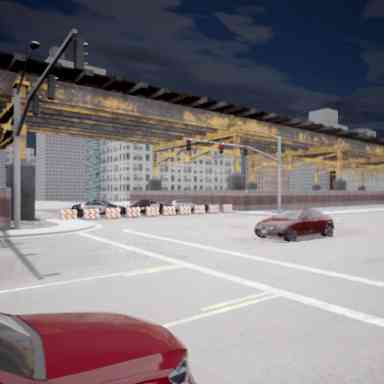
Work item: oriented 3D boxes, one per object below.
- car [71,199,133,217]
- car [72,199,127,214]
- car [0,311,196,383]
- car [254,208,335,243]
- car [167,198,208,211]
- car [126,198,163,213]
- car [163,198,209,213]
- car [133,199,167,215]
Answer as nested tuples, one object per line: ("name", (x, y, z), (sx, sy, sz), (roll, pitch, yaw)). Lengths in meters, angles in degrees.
("car", (-8.348, 1.449, 30.412), (4.974, 1.542, 2.038), (0, 0, 8))
("car", (-8.400, 1.292, 30.419), (4.536, 1.218, 1.853), (0, 0, 8))
("car", (-2.124, 1.526, 2.252), (4.674, 1.442, 1.812), (0, 0, -35))
("car", (5.123, 1.521, 16.281), (4.674, 1.442, 1.812), (0, 0, -36))
("car", (-0.759, 1.288, 36.867), (4.536, 1.218, 1.853), (0, 0, -7))
("car", (-4.594, 1.290, 33.155), (1.853, 1.218, 4.536), (0, 0, 18))
("car", (-0.707, 1.446, 36.874), (4.974, 1.542, 2.038), (0, 0, -7))
("car", (-4.609, 1.448, 33.106), (2.038, 1.542, 4.974), (0, 0, 18))
